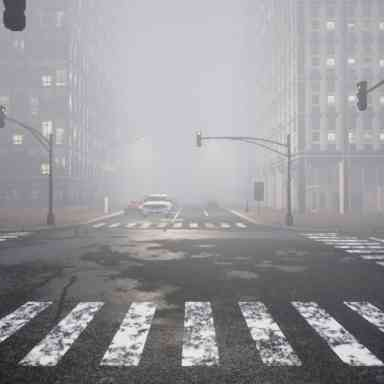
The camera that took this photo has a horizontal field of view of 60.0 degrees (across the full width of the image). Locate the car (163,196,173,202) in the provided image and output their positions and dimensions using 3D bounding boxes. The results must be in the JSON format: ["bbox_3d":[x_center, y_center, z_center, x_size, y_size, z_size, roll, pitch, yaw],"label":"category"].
[{"bbox_3d":[-5.641,1.582,78.390,2.008,1.369,4.403,1,0,0],"label":"car"}]

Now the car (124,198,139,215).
[{"bbox_3d":[-5.659,1.453,33.788,1.967,1.590,4.097,1,0,0],"label":"car"}]

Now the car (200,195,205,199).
[{"bbox_3d":[2.730,1.547,56.323,1.752,1.417,4.829,1,0,0],"label":"car"}]

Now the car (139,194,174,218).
[{"bbox_3d":[-3.084,1.233,30.352,2.150,2.045,5.566,0,0,0],"label":"car"}]

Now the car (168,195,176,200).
[{"bbox_3d":[-5.635,1.605,95.115,1.947,1.339,4.313,1,0,0],"label":"car"}]

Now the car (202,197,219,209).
[{"bbox_3d":[2.723,1.599,44.997,1.802,1.307,4.206,1,0,0],"label":"car"}]

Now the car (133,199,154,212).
[{"bbox_3d":[-5.660,1.597,39.364,1.802,1.307,4.206,1,0,0],"label":"car"}]

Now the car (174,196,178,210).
[{"bbox_3d":[-3.080,1.541,40.275,1.812,1.442,4.674,0,0,0],"label":"car"}]

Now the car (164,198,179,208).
[{"bbox_3d":[-3.072,1.583,50.317,1.994,1.385,4.181,0,0,0],"label":"car"}]

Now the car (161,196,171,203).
[{"bbox_3d":[-5.644,1.573,72.814,1.887,1.381,4.507,1,0,0],"label":"car"}]

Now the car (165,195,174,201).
[{"bbox_3d":[-5.639,1.578,83.965,1.887,1.381,4.507,1,0,0],"label":"car"}]

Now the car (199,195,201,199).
[{"bbox_3d":[2.731,1.590,61.730,1.947,1.339,4.313,1,0,0],"label":"car"}]

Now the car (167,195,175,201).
[{"bbox_3d":[-5.636,1.587,89.540,2.008,1.369,4.403,1,0,0],"label":"car"}]

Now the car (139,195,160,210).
[{"bbox_3d":[-5.652,1.332,44.939,2.192,1.841,5.009,1,0,0],"label":"car"}]
